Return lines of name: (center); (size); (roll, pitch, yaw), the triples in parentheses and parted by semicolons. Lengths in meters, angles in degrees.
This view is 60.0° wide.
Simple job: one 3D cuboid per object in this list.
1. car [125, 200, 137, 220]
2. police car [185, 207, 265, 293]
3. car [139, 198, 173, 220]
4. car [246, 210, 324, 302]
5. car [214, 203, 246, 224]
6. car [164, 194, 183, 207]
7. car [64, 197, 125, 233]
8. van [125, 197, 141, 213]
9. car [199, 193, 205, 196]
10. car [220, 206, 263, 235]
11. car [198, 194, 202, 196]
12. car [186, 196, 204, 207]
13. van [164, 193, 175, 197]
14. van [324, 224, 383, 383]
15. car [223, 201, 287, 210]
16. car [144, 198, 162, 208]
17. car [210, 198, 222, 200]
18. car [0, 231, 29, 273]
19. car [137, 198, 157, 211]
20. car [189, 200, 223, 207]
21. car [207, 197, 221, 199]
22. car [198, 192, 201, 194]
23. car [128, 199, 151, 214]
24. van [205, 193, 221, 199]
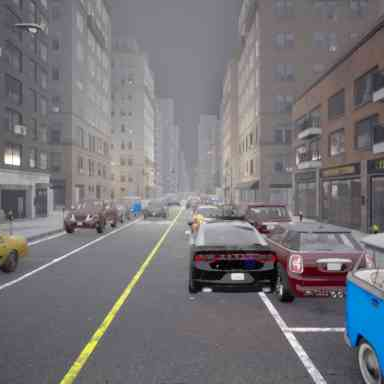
car: (-5.726, 1.549, 25.278); (2.008, 1.369, 4.403); (0, 0, 0)
police car: (0.842, 1.425, 8.984); (1.930, 1.638, 5.238); (0, 0, -1)
car: (-2.951, 1.502, 28.215); (1.837, 1.490, 4.892); (0, 0, 0)
car: (2.709, 1.440, 8.239); (1.967, 1.590, 4.097); (0, 0, 0)
car: (2.799, 1.564, 25.246); (1.947, 1.339, 4.313); (0, 0, 0)
car: (-2.733, 1.456, 50.796); (1.882, 1.535, 5.008); (0, 0, 0)
car: (-5.756, 1.313, 19.610); (2.192, 1.841, 5.009); (0, 0, 0)
van: (-5.696, 1.338, 30.946); (1.690, 1.788, 3.998); (0, 0, 0)
car: (3.064, 1.390, 75.119); (1.967, 1.590, 4.097); (0, 0, 0)
car: (2.769, 1.564, 19.577); (1.947, 1.339, 4.313); (0, 0, 0)
car: (0.279, 1.454, 53.157); (1.882, 1.535, 5.008); (0, 0, 0)
car: (0.228, 1.552, 43.359); (1.994, 1.385, 4.181); (0, 0, 0)
van: (-5.461, 1.291, 75.147); (1.690, 1.788, 3.998); (0, 0, 0)
van: (2.679, 1.341, 2.569); (1.690, 1.788, 3.998); (0, 0, 0)
car: (2.739, 1.314, 13.908); (2.192, 1.841, 5.009); (0, 0, 0)
car: (-5.605, 1.533, 47.951); (2.008, 1.369, 4.403); (0, 0, 0)
car: (2.830, 1.548, 30.915); (2.008, 1.369, 4.403); (0, 0, 0)
car: (-5.817, 1.525, 8.104); (1.752, 1.417, 4.829); (0, 0, 0)
car: (-5.637, 1.514, 42.114); (1.752, 1.417, 4.829); (0, 0, 0)
car: (0.886, 1.454, 19.079); (1.801, 1.575, 5.366); (0, 0, 0)
car: (2.860, 1.576, 36.585); (1.802, 1.307, 4.206); (0, 0, 0)
car: (3.124, 1.248, 86.289); (2.192, 1.841, 5.009); (0, 0, 0)
car: (-5.667, 1.520, 36.445); (1.752, 1.417, 4.829); (0, 0, 0)
van: (2.890, 1.330, 42.255); (1.690, 1.788, 3.998); (0, 0, 0)
